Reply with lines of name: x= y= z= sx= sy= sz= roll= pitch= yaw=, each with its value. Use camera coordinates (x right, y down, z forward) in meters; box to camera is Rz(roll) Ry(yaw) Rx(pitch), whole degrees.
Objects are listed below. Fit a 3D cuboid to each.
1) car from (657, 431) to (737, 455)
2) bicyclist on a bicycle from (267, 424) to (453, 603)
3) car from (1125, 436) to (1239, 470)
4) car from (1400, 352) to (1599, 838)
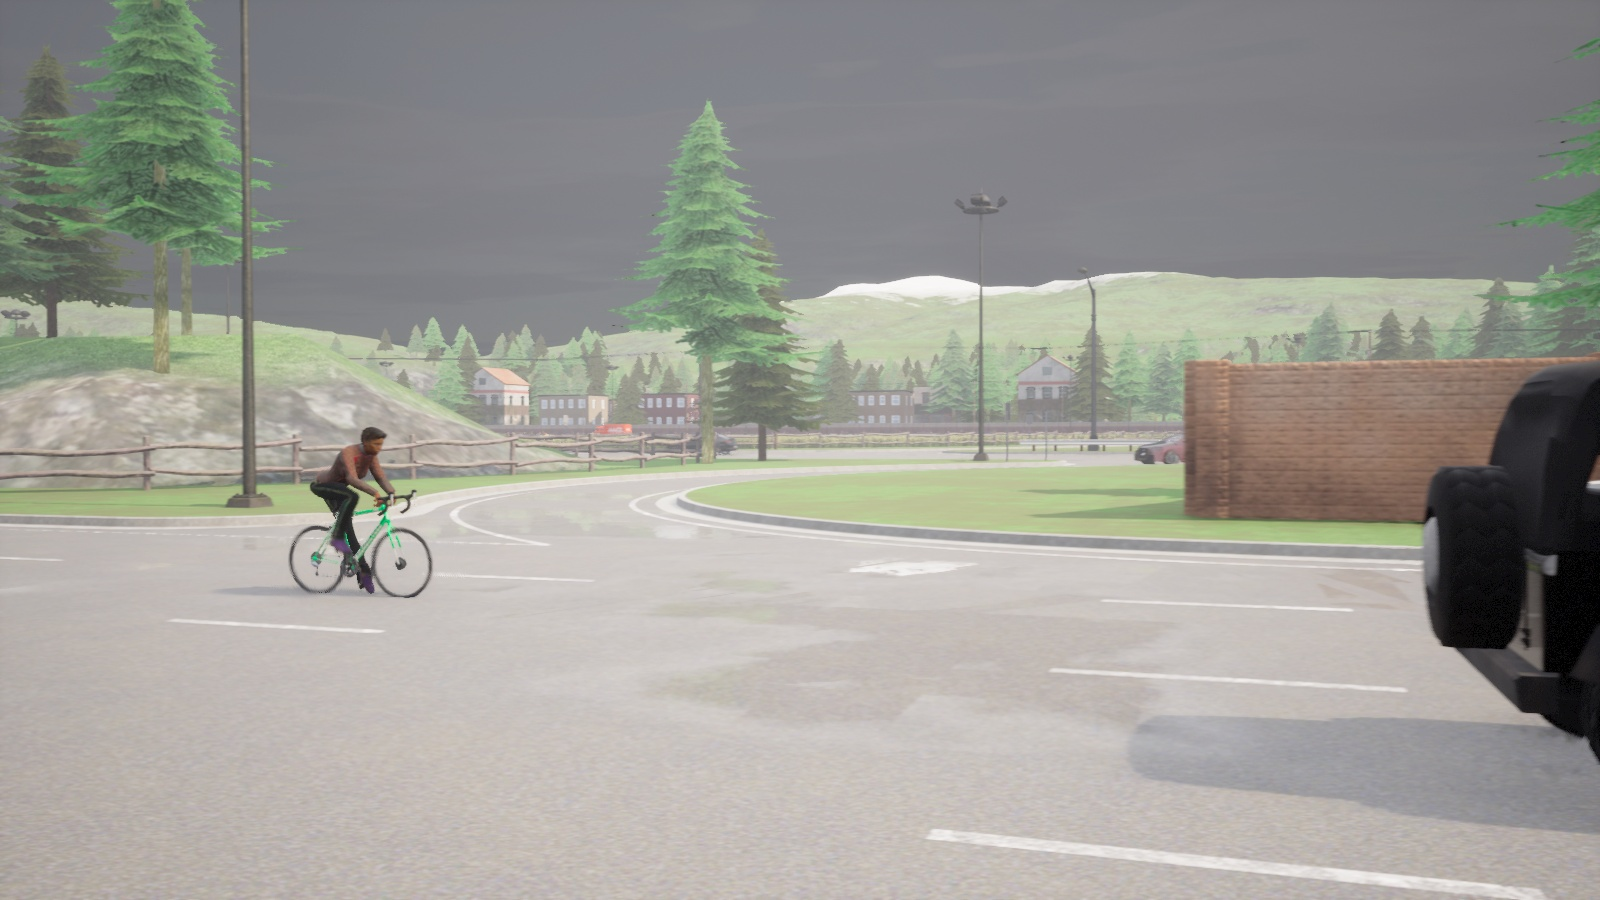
car: x=-6.483 y=-0.434 z=78.783 sx=4.674 sy=1.442 sz=1.812 roll=1 pitch=1 yaw=18
bicyclist on a bicycle: x=-4.200 y=0.572 z=11.990 sx=1.656 sy=1.620 sz=0.582 roll=1 pitch=1 yaw=19
car: x=16.116 y=0.101 z=53.069 sx=4.181 sy=1.385 sz=1.994 roll=0 pitch=1 yaw=-15
car: x=4.780 y=0.557 z=5.274 sx=3.866 sy=1.878 sz=1.905 roll=0 pitch=1 yaw=19
